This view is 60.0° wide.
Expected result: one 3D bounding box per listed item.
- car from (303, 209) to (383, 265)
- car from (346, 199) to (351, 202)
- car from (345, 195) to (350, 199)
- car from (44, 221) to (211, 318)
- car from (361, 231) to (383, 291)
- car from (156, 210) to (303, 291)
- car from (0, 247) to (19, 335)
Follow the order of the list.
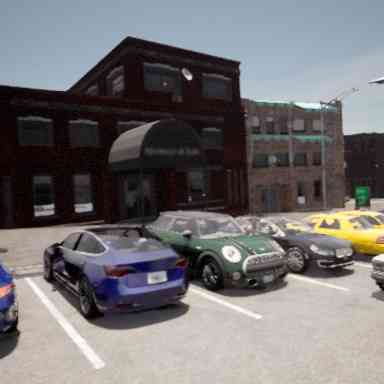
[{"bbox_3d":[5.135,1.510,12.885,1.946,1.575,5.366,0,0,-35],"label":"car"},{"bbox_3d":[10.051,1.400,16.122,2.185,1.767,4.553,0,0,-35],"label":"car"},{"bbox_3d":[22.992,0.836,53.198,2.097,1.767,4.553,-4,0,-23],"label":"car"},{"bbox_3d":[-1.953,1.517,7.644,2.163,1.488,4.792,0,0,-35],"label":"car"},{"bbox_3d":[6.161,1.628,7.764,4.718,1.301,1.895,0,0,-35],"label":"car"},{"bbox_3d":[0.439,1.371,9.351,2.185,1.767,4.553,0,0,-35],"label":"car"},{"bbox_3d":[-4.328,1.519,5.913,2.002,1.452,4.674,0,0,-35],"label":"car"}]
